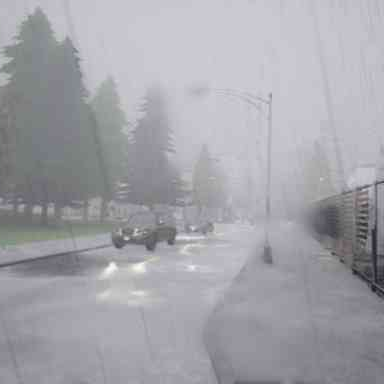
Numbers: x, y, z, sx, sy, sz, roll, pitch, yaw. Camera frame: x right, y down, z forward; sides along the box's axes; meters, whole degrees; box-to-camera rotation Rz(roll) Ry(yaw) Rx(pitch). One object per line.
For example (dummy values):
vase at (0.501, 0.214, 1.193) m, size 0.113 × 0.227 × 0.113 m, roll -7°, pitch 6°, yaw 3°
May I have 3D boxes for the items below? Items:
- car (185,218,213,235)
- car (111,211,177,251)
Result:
car at (0.739, 3.177, 31.491) m, size 2.128 × 1.511 × 4.902 m, roll 1°, pitch -3°, yaw 16°
car at (-2.573, 2.169, 19.488) m, size 2.150 × 2.045 × 5.566 m, roll 1°, pitch -3°, yaw 15°
